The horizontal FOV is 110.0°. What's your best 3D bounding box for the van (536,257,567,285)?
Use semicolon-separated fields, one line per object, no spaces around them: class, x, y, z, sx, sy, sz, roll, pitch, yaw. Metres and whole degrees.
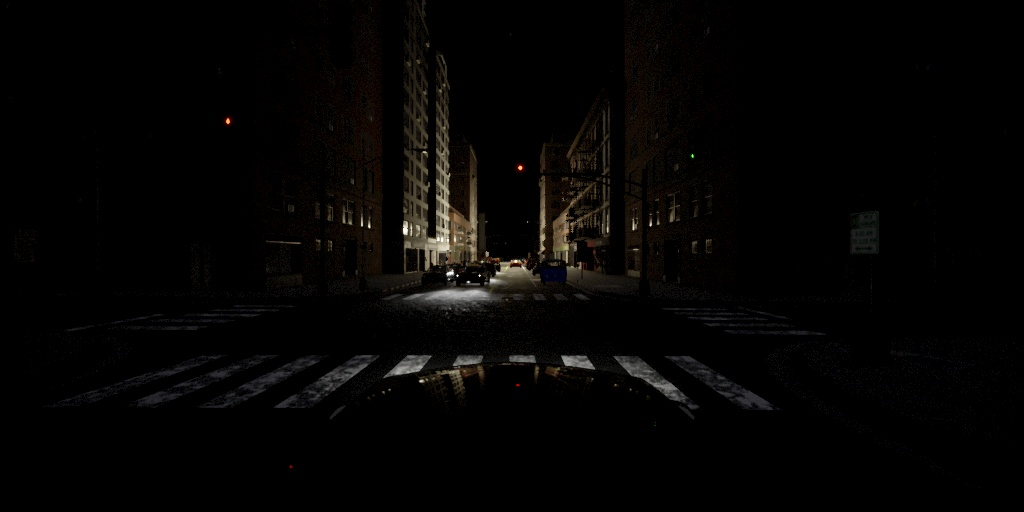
van;2.850;1.089;25.375;1.690;1.789;3.998;0;0;1

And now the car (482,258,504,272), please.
car;-2.446;1.309;45.212;1.994;1.385;4.181;0;0;1

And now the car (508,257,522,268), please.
car;0.626;1.336;59.057;1.895;1.301;4.718;0;0;1

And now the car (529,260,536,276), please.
car;2.954;1.329;36.736;1.802;1.307;4.207;0;0;1

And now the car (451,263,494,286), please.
car;-2.649;1.349;25.147;1.895;1.301;4.718;0;0;4

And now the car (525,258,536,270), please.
car;3.058;1.325;48.099;1.802;1.307;4.207;0;0;1

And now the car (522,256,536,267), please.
car;3.110;1.054;53.781;2.192;1.841;5.009;0;0;1

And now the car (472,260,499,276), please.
car;-2.544;1.349;35.158;1.895;1.301;4.718;0;0;1

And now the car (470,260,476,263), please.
car;-4.968;1.269;47.997;1.751;1.417;4.829;0;0;1

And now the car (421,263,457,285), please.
car;-5.175;1.299;25.440;2.007;1.370;4.403;0;0;1
